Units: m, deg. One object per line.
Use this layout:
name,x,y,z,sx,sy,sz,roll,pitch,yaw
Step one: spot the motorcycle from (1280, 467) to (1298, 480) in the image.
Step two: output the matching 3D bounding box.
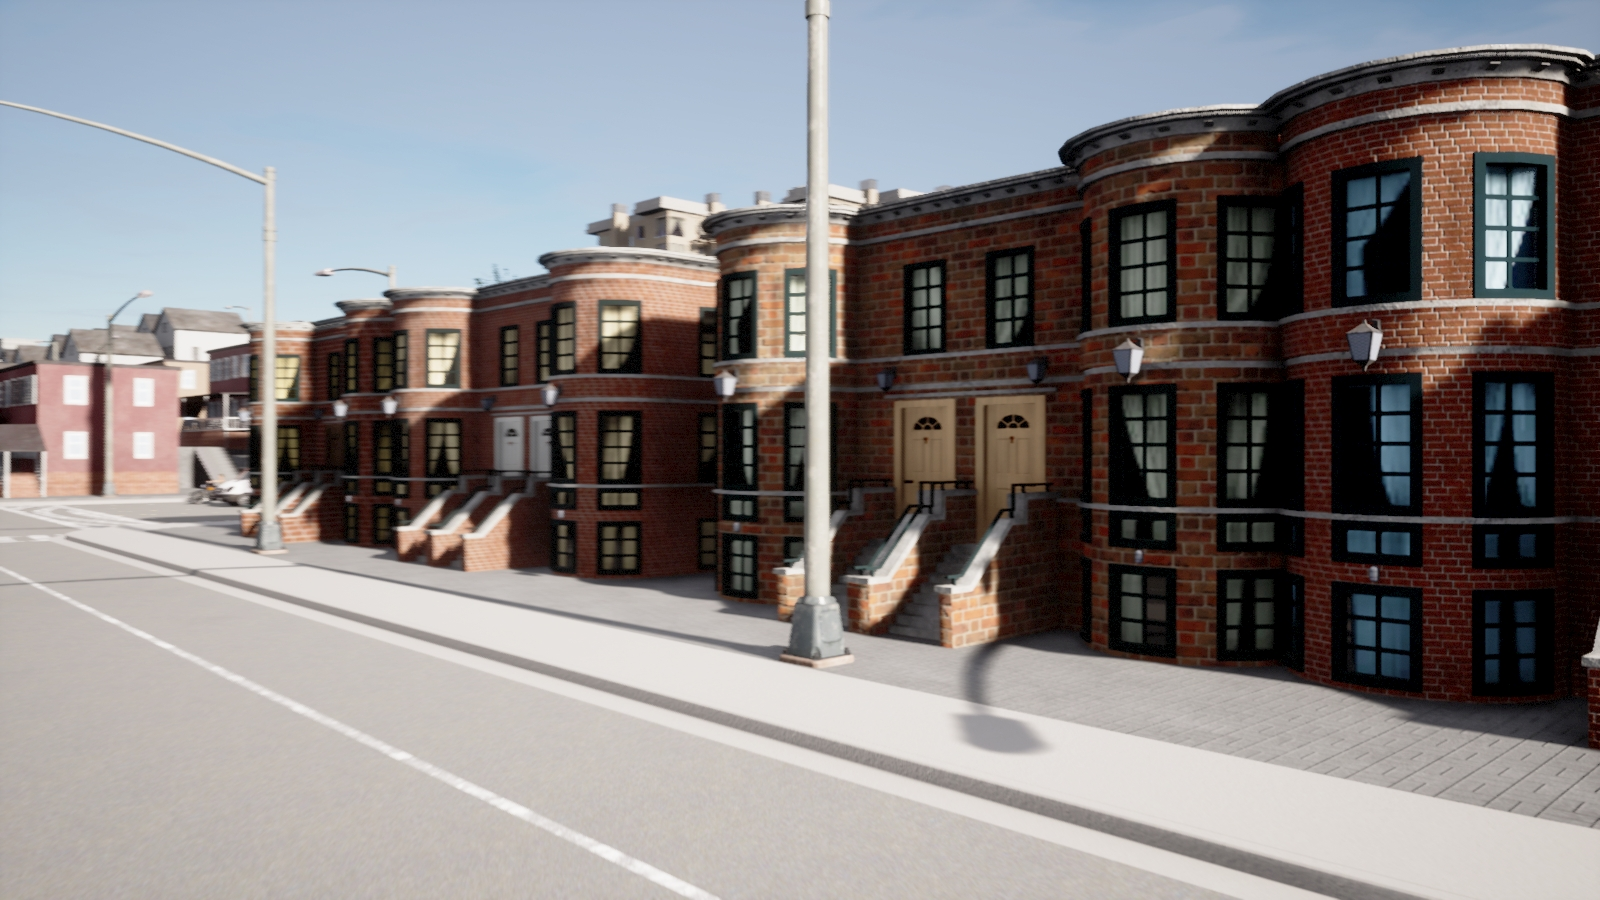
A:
motorcycle,51.023,2.470,119.163,2.356,1.277,0.764,0,0,-43

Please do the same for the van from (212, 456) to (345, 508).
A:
van,-26.935,1.610,59.196,5.915,2.561,1.988,0,0,-43

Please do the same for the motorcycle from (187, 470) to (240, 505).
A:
motorcycle,-30.921,1.978,60.289,2.356,1.802,0.764,1,-1,-43
